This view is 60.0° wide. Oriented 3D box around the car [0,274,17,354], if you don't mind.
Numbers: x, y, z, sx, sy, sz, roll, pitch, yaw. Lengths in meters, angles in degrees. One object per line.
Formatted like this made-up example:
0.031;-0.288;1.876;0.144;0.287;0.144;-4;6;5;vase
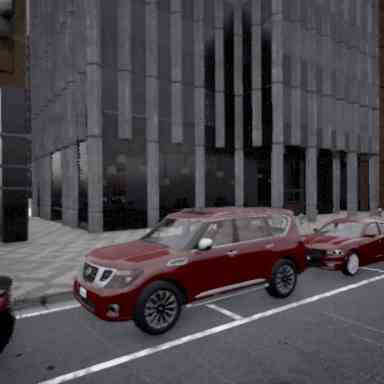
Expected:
-4.304;1.576;3.582;4.313;1.339;1.947;0;0;-35;car

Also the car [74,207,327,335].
0.283;1.288;6.853;5.009;1.841;2.192;0;0;-35;car

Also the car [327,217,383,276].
4.875;1.481;10.125;4.507;1.381;1.887;0;0;-35;car
